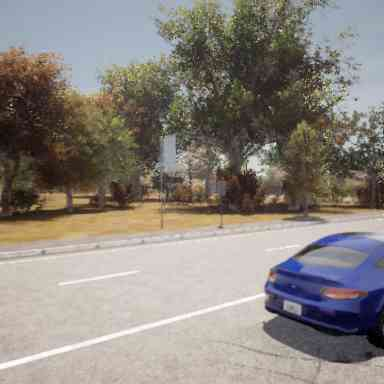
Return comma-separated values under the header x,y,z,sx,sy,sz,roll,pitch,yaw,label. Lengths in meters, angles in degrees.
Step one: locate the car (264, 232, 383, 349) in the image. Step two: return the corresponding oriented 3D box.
x,y,z,sx,sy,sz,roll,pitch,yaw,label
3.314,1.470,6.110,4.674,1.442,1.812,-1,0,-36,car
